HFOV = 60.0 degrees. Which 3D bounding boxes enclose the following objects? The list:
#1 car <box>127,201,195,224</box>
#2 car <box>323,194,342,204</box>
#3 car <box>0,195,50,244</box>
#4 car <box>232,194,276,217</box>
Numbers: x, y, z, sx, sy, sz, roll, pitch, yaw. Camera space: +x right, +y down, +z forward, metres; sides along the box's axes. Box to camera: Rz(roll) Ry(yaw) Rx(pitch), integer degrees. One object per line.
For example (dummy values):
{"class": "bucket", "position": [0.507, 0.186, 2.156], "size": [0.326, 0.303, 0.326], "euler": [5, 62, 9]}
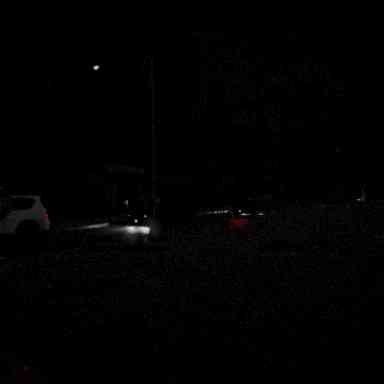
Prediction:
{"class": "car", "position": [-1.889, 1.346, 22.449], "size": [2.033, 1.411, 5.357], "euler": [-1, 0, 35]}
{"class": "car", "position": [20.987, 1.068, 49.550], "size": [2.128, 1.511, 4.902], "euler": [-1, -1, 35]}
{"class": "car", "position": [-8.521, 1.157, 13.138], "size": [2.150, 2.045, 5.566], "euler": [-1, 0, 35]}
{"class": "car", "position": [5.012, 1.169, 27.074], "size": [1.837, 1.490, 4.892], "euler": [-1, 0, 35]}
